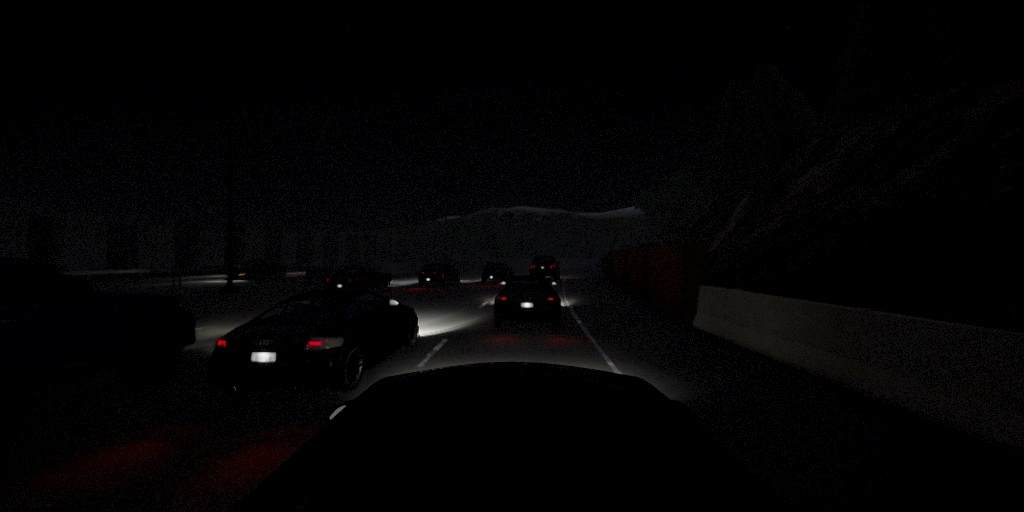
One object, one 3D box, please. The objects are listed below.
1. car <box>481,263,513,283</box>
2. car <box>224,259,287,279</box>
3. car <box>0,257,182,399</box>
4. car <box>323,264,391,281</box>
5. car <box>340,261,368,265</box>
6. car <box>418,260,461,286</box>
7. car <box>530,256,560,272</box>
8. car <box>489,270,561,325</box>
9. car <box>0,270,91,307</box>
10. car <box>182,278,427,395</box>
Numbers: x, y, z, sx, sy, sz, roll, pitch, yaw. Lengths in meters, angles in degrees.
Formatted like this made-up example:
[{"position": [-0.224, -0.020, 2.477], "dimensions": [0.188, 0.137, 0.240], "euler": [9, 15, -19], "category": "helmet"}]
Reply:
[{"position": [-1.092, 1.266, 28.049], "dimensions": [1.837, 1.490, 4.892], "euler": [0, 0, 9], "category": "car"}, {"position": [-22.056, 1.215, 31.253], "dimensions": [1.837, 1.490, 4.892], "euler": [0, -1, 10], "category": "car"}, {"position": [-6.826, 0.955, 4.077], "dimensions": [2.150, 2.045, 5.566], "euler": [0, 0, 1], "category": "car"}, {"position": [-9.097, 1.337, 21.666], "dimensions": [1.895, 1.301, 4.718], "euler": [0, 0, 7], "category": "car"}, {"position": [-21.771, 1.319, 50.086], "dimensions": [1.895, 1.301, 4.718], "euler": [0, 0, 13], "category": "car"}, {"position": [-5.045, 1.254, 25.413], "dimensions": [1.837, 1.490, 4.892], "euler": [0, 0, 8], "category": "car"}, {"position": [2.846, 0.994, 30.413], "dimensions": [2.150, 2.045, 5.566], "euler": [0, 0, 10], "category": "car"}, {"position": [0.545, 1.321, 11.853], "dimensions": [1.994, 1.385, 4.181], "euler": [0, 0, 4], "category": "car"}, {"position": [-20.552, 1.304, 14.279], "dimensions": [1.895, 1.301, 4.718], "euler": [0, 0, 4], "category": "car"}, {"position": [-3.222, 1.308, 6.753], "dimensions": [1.994, 1.385, 4.181], "euler": [0, 0, 2], "category": "car"}]
